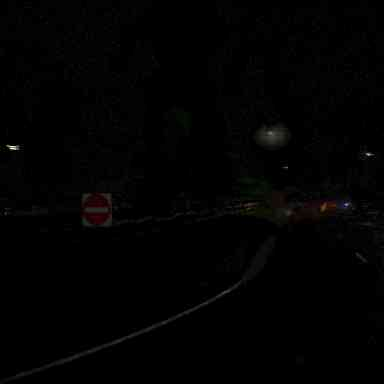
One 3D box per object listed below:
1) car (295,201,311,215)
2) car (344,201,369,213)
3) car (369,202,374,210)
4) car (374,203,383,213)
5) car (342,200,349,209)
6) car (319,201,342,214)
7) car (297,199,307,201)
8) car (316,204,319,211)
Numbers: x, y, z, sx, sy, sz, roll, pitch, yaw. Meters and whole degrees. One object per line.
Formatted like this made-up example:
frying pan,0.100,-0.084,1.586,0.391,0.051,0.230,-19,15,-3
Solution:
car,14.758,2.283,44.038,2.033,1.411,5.357,-1,-1,18
car,22.864,2.272,46.376,1.895,1.301,4.718,-1,-1,18
car,29.268,2.368,55.170,1.895,1.301,4.718,-1,-1,18
car,25.329,2.034,42.622,1.882,1.535,5.008,-1,-1,18
car,25.981,2.192,56.396,2.097,1.767,4.553,-1,-1,18
car,19.113,2.196,46.148,1.882,1.535,5.008,-1,-1,18
car,19.090,2.187,57.794,2.150,2.045,5.566,-1,-1,18
car,22.593,2.469,57.256,1.994,1.385,4.181,-1,-1,18
